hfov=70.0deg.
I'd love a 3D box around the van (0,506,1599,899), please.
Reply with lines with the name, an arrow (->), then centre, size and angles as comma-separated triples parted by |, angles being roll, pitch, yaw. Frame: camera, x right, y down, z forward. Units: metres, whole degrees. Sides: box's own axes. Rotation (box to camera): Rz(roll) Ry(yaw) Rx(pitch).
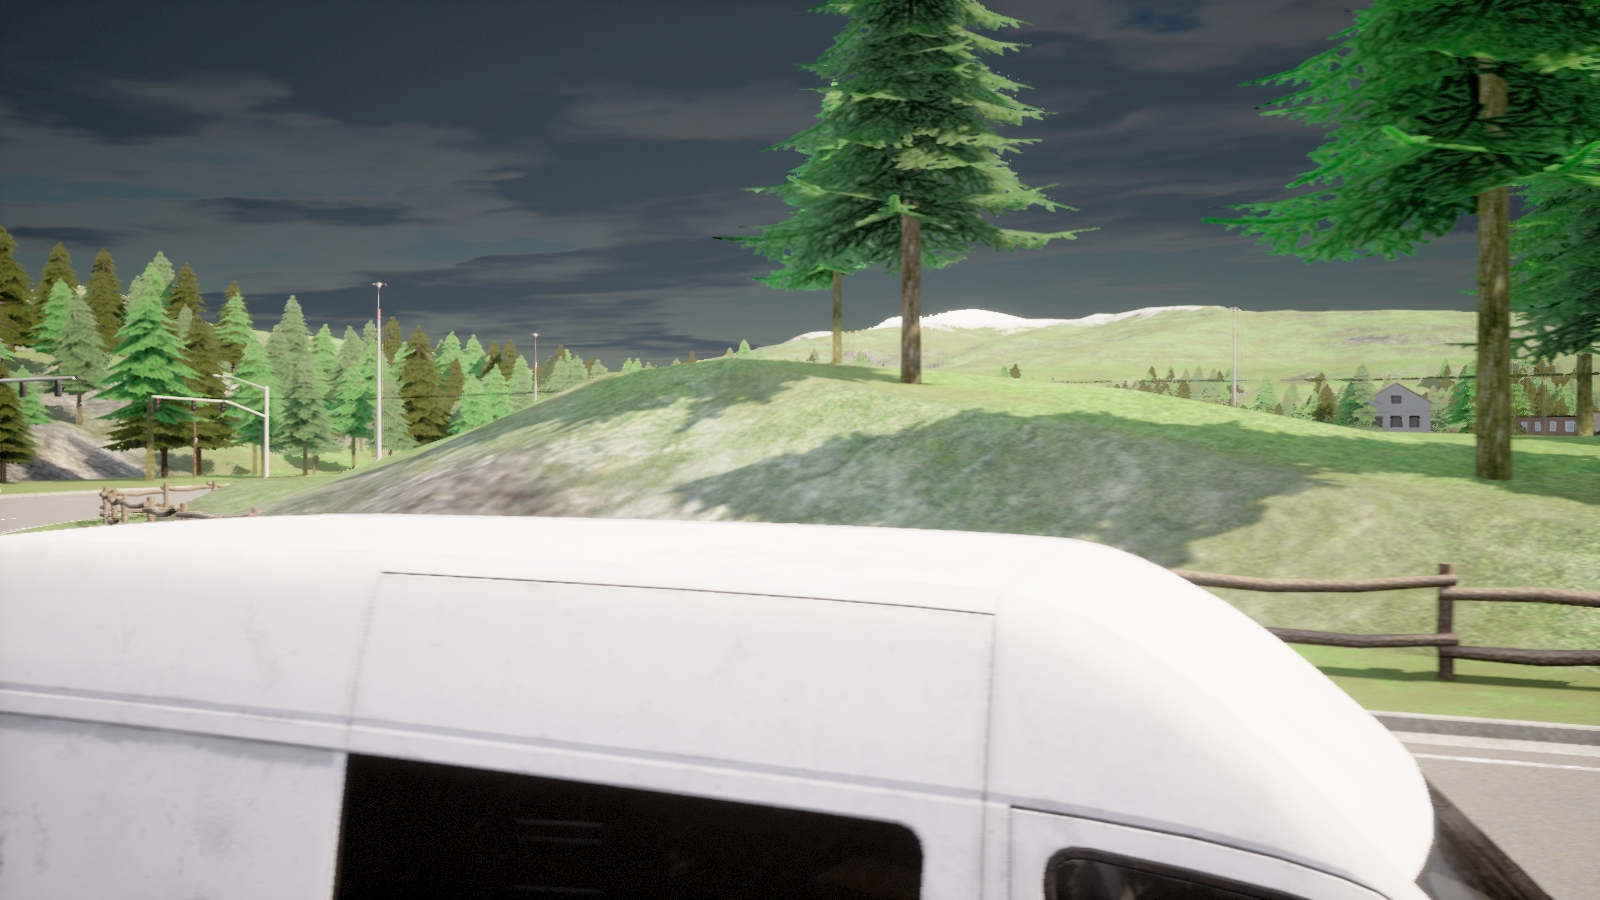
van -> 0.147, 1.533, 3.202 | 5.915, 2.561, 1.988 | 0, 0, 20
